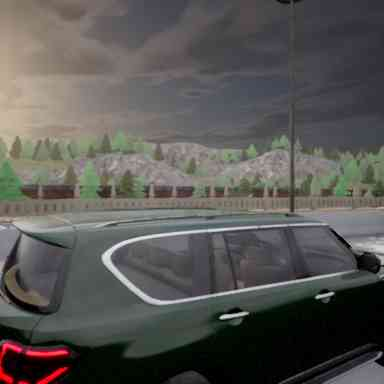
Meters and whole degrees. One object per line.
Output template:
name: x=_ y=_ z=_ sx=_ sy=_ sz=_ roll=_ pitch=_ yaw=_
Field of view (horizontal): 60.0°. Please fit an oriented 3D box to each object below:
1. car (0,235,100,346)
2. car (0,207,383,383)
car: x=-4.052 y=1.580 z=5.089 sx=4.718 sy=1.301 sz=1.895 roll=0 pitch=0 yaw=-35
car: x=0.630 y=1.209 z=4.035 sx=5.566 sy=2.045 sz=2.150 roll=0 pitch=0 yaw=-33
